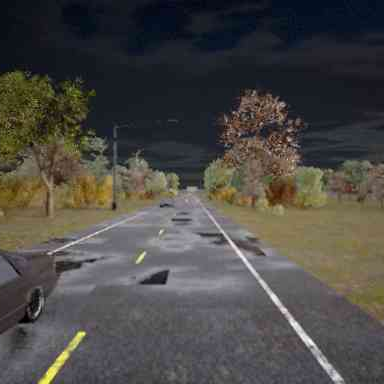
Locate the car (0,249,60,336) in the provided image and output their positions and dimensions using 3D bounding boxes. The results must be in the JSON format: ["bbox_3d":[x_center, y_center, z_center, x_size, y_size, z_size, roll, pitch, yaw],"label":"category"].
[{"bbox_3d":[-3.602,1.551,4.455,2.033,1.411,5.357,0,0,0],"label":"car"}]

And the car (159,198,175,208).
[{"bbox_3d":[-3.578,1.619,48.133,1.994,1.385,4.181,0,0,0],"label":"car"}]

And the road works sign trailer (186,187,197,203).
[{"bbox_3d":[-0.009,0.552,72.029,2.380,3.560,2.880,0,0,0],"label":"road works sign trailer"}]
